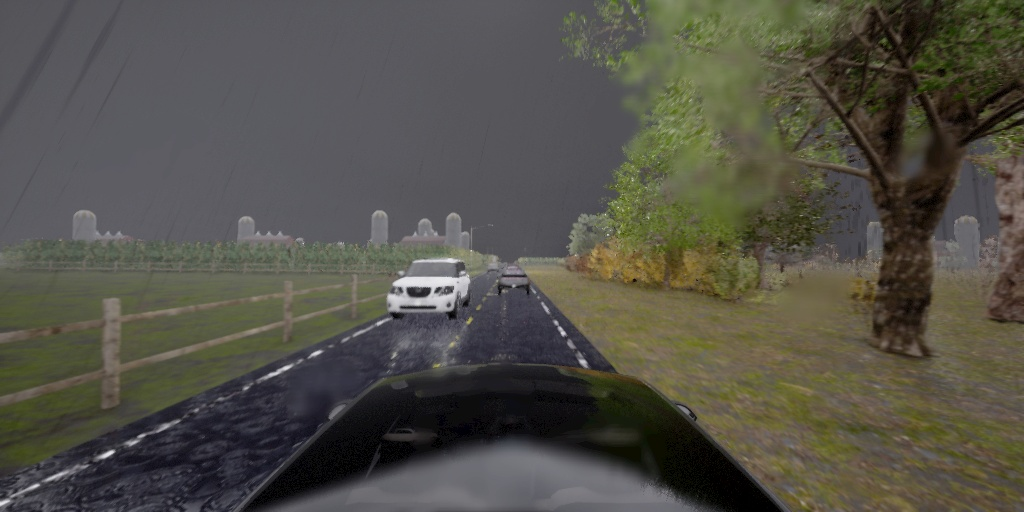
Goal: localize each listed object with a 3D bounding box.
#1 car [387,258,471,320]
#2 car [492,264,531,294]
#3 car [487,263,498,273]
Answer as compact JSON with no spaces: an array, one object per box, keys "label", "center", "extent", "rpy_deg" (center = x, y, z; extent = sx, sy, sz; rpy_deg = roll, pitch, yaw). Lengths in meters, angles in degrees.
[{"label":"car","center":[-2.849,1.092,13.594],"extent":[2.150,2.045,5.566],"rpy_deg":[0,-1,0]},{"label":"car","center":[0.102,1.448,21.827],"extent":[2.128,1.511,4.902],"rpy_deg":[0,0,0]},{"label":"car","center":[-2.803,1.799,54.969],"extent":[1.837,1.490,4.892],"rpy_deg":[0,-1,0]}]
